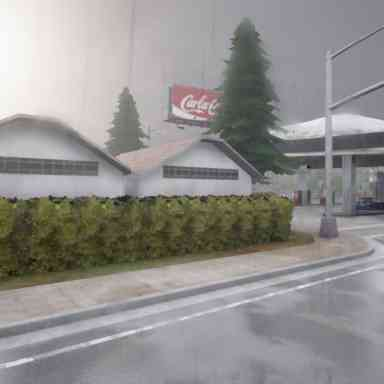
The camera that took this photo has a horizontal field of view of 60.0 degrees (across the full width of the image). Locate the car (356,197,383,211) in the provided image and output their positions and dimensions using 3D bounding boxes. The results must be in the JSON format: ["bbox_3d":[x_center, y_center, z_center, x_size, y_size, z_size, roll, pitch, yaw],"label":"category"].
[{"bbox_3d":[21.418,1.472,39.752,4.611,1.667,2.242,0,0,-36],"label":"car"}]

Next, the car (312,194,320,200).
[{"bbox_3d":[32.471,1.314,89.248,2.152,1.636,5.027,0,0,-36],"label":"car"}]

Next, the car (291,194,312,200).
[{"bbox_3d":[20.186,1.536,64.441,5.357,1.411,2.033,0,0,-35],"label":"car"}]
